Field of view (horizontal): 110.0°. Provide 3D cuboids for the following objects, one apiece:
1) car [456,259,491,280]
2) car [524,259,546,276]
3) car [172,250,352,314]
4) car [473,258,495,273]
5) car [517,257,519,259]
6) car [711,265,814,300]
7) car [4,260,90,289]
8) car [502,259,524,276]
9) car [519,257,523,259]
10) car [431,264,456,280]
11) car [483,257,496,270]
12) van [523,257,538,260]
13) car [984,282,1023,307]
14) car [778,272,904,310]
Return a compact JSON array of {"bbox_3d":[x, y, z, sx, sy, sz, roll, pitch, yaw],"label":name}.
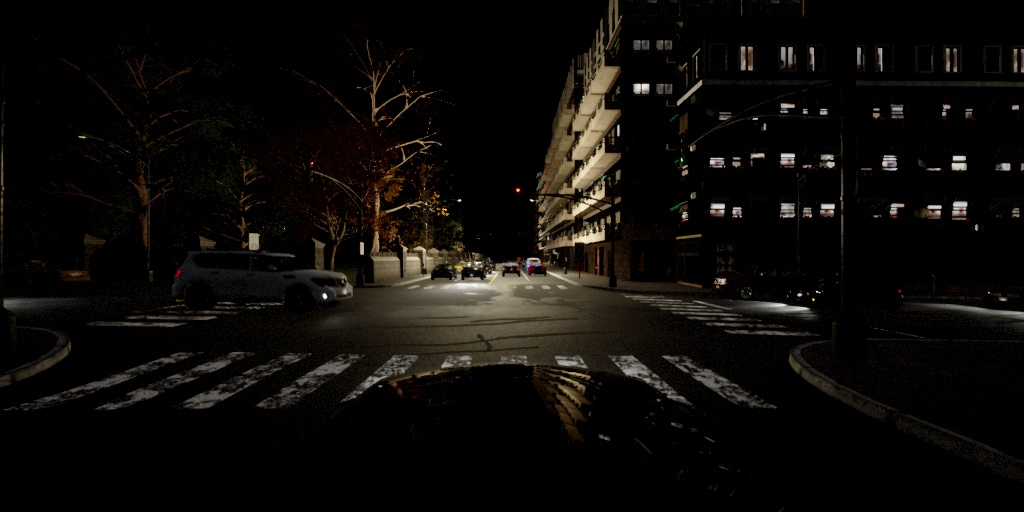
[{"bbox_3d":[-3.228,1.266,31.047,2.128,1.511,4.902,0,0,0],"label":"car"},{"bbox_3d":[2.530,1.326,36.887,1.888,1.381,4.507,0,0,0],"label":"car"},{"bbox_3d":[-8.776,0.861,12.878,5.566,2.045,2.150,2,-1,-1],"label":"car"},{"bbox_3d":[-3.277,1.292,41.345,1.837,1.490,4.892,0,0,0],"label":"car"},{"bbox_3d":[-0.189,1.353,63.859,1.812,1.442,4.674,0,0,0],"label":"car"},{"bbox_3d":[13.372,1.359,18.966,5.009,1.841,2.192,0,0,-1],"label":"car"},{"bbox_3d":[-24.818,0.888,18.424,4.829,1.417,1.751,0,0,-1],"label":"car"},{"bbox_3d":[-0.064,1.330,37.773,2.033,1.411,5.357,0,0,0],"label":"car"},{"bbox_3d":[2.451,1.247,53.777,1.967,1.591,4.097,0,0,0],"label":"car"},{"bbox_3d":[-5.824,1.340,31.218,1.948,1.339,4.313,0,0,0],"label":"car"},{"bbox_3d":[-3.319,1.296,51.757,2.128,1.511,4.902,0,0,0],"label":"car"},{"bbox_3d":[2.504,1.130,42.517,1.690,1.789,3.998,0,0,0],"label":"van"},{"bbox_3d":[24.951,1.770,16.548,4.674,1.442,1.812,1,0,-1],"label":"car"},{"bbox_3d":[15.115,1.629,16.403,4.181,1.385,1.994,1,0,-1],"label":"car"}]
